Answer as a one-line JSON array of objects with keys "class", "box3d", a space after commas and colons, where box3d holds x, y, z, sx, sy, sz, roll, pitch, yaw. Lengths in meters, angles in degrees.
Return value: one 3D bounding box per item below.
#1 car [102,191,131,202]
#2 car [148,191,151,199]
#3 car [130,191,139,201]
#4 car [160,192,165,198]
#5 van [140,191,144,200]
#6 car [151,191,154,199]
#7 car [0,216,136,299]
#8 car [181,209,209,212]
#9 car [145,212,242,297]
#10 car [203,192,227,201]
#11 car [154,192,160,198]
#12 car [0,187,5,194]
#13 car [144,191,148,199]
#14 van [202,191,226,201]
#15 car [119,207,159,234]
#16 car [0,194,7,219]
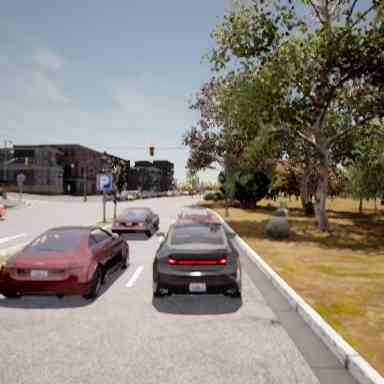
[{"class": "car", "box3d": [-14.455, 1.111, 62.802, 4.792, 1.488, 2.163, -1, 0, -15]}, {"class": "car", "box3d": [-12.653, 1.054, 77.752, 4.674, 1.452, 2.002, -1, 0, -13]}, {"class": "car", "box3d": [-13.811, 1.057, 65.794, 5.366, 1.575, 1.946, -1, 0, -15]}, {"class": "car", "box3d": [-11.018, 0.712, 89.742, 5.566, 2.045, 2.435, -1, 0, -12]}, {"class": "van", "box3d": [-13.253, 0.811, 71.785, 4.442, 1.987, 1.878, -1, 0, -14]}, {"class": "car", "box3d": [-12.282, 1.042, 80.754, 4.674, 1.452, 2.002, -1, 0, -13]}, {"class": "car", "box3d": [-2.903, 1.540, 8.433, 1.994, 1.385, 4.181, 0, 0, 1]}, {"class": "car", "box3d": [0.156, 1.555, 17.748, 1.895, 1.301, 4.718, 0, 0, 0]}, {"class": "car", "box3d": [0.107, 1.481, 8.480, 1.837, 1.490, 4.892, 0, 0, 0]}, {"class": "car", "box3d": [4.655, 0.873, 68.368, 4.553, 1.767, 2.185, 0, 0, -14]}, {"class": "car", "box3d": [-11.468, 1.016, 86.736, 4.674, 1.452, 2.002, -1, 0, -12]}, {"class": "car", "box3d": [-31.174, -0.074, 53.662, 2.002, 1.452, 4.674, 6, -2, -19]}, {"class": "car", "box3d": [-13.026, 1.028, 74.757, 4.892, 1.521, 2.231, -1, 0, -14]}, {"class": "van", "box3d": [4.272, 0.785, 65.398, 4.442, 1.987, 1.878, 1, 1, -14]}, {"class": "car", "box3d": [-2.847, 1.502, 17.653, 2.033, 1.411, 5.357, 0, 0, 1]}, {"class": "car", "box3d": [-16.632, 1.305, 24.996, 4.553, 1.767, 2.185, -1, 0, -19]}]
